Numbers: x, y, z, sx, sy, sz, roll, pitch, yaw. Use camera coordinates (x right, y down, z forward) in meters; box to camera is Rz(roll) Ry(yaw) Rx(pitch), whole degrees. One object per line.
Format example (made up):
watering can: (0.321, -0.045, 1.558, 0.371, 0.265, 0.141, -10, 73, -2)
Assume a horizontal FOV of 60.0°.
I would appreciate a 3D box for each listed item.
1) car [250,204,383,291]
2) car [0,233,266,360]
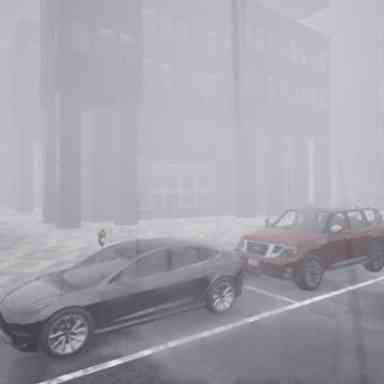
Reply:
car: (3.469, 1.297, 9.118, 5.009, 1.841, 2.192, 0, 0, -35)
car: (-0.951, 1.559, 5.971, 4.313, 1.339, 1.947, 0, 0, -35)
